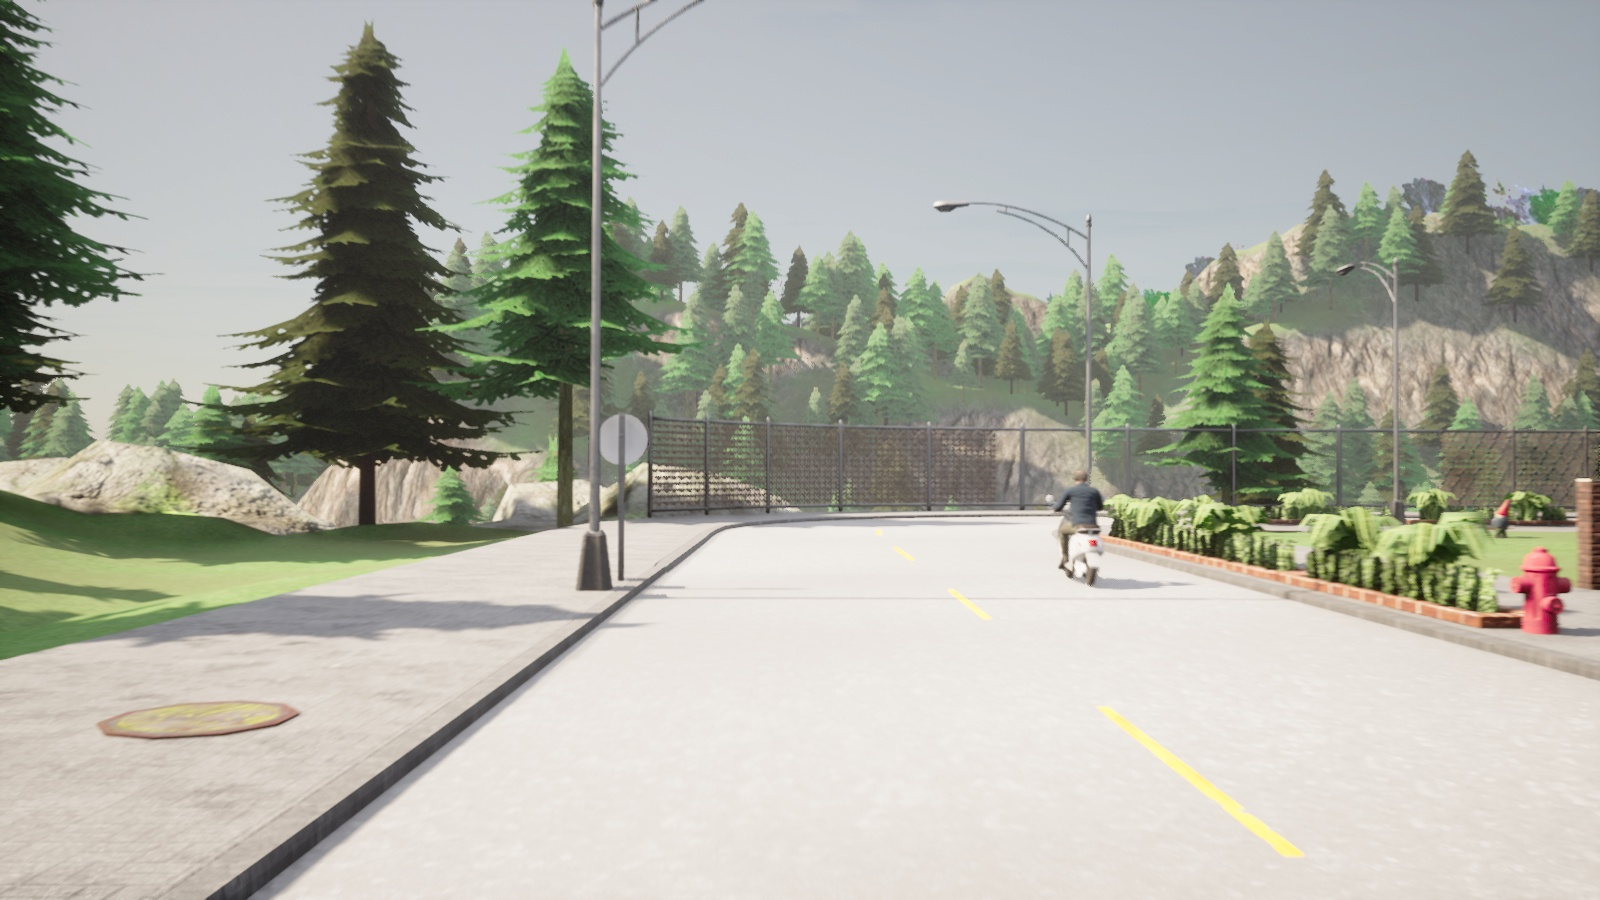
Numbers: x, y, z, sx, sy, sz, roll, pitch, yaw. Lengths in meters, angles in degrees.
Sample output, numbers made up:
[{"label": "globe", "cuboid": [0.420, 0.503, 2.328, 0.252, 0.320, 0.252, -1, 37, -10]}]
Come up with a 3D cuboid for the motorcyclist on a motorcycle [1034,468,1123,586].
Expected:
[{"label": "motorcyclist on a motorcycle", "cuboid": [3.956, 1.063, 17.983, 0.866, 1.590, 1.817, 0, -1, 0]}]
